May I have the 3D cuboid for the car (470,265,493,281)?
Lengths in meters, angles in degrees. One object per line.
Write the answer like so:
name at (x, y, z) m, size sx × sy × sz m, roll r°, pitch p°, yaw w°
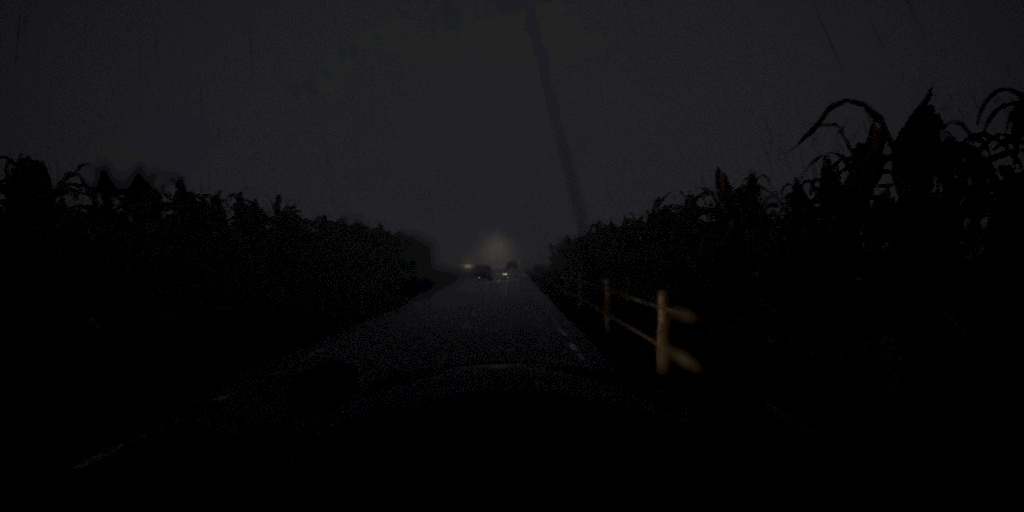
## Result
car at (-2.770, 1.542, 34.025) m, size 2.033 × 1.411 × 5.357 m, roll 0°, pitch 0°, yaw 0°
